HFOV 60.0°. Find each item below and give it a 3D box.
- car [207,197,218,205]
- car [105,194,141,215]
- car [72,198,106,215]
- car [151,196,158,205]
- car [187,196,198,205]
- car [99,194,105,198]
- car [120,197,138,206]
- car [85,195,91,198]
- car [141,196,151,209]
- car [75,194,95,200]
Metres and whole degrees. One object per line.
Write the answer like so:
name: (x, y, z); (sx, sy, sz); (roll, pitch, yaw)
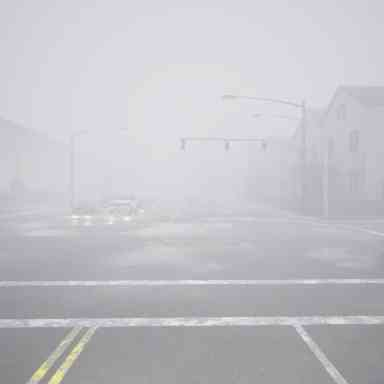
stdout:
car: (3.558, 1.599, 58.695); (1.895, 1.301, 4.718); (0, 0, 0)
car: (-7.066, 1.221, 34.714); (2.150, 2.045, 5.566); (0, 0, 0)
car: (-10.566, 1.564, 33.686); (1.994, 1.385, 4.181); (0, 0, 0)
car: (-7.026, 1.477, 57.423); (1.882, 1.535, 5.008); (0, 0, 0)
car: (0.059, 1.491, 58.669); (2.128, 1.511, 4.902); (0, 0, 0)
car: (-10.557, 1.221, 42.945); (2.150, 2.045, 5.566); (0, 0, 0)
car: (-10.532, 1.546, 56.047); (2.033, 1.411, 5.357); (0, 0, 0)
car: (-28.095, 1.452, 84.419); (2.038, 1.542, 4.974); (0, 0, -36)
car: (-7.055, 1.505, 44.267); (1.837, 1.490, 4.892); (0, 0, 0)
car: (-28.880, 1.452, 89.786); (2.038, 1.542, 4.974); (0, 0, 29)
